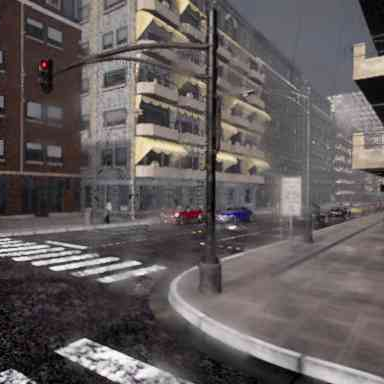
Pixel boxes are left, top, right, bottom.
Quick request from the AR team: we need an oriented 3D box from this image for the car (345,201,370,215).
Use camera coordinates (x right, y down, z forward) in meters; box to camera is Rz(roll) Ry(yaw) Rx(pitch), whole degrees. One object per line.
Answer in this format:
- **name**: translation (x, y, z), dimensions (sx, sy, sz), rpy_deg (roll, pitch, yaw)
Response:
- **car**: translation (22.405, 2.366, 45.097), dimensions (1.752, 1.417, 4.829), rpy_deg (-1, -1, 35)

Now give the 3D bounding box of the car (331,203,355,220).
- **car**: translation (15.789, 2.216, 35.666), dimensions (1.947, 1.339, 4.313), rpy_deg (-1, -1, 35)

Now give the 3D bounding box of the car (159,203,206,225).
- **car**: translation (-0.792, 1.718, 26.509), dimensions (1.967, 1.590, 4.097), rpy_deg (0, -1, 35)

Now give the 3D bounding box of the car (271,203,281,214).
- **car**: translation (12.242, 2.199, 45.088), dimensions (1.887, 1.381, 4.507), rpy_deg (0, -1, 35)

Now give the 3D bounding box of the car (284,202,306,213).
- **car**: translation (15.404, 2.270, 49.594), dimensions (1.752, 1.417, 4.829), rpy_deg (0, -1, 35)

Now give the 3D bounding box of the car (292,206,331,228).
- **car**: translation (9.270, 2.028, 26.376), dimensions (1.947, 1.339, 4.313), rpy_deg (-1, -1, 35)

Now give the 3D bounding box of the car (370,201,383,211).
- **car**: translation (32.085, 2.701, 58.892), dimensions (1.802, 1.307, 4.206), rpy_deg (-1, -1, 35)

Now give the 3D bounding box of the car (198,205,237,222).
- **car**: translation (2.466, 1.954, 31.151), dimensions (1.802, 1.307, 4.206), rpy_deg (0, -1, 35)

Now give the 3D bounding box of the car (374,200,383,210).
- **car**: translation (35.357, 2.528, 63.533), dimensions (2.192, 1.841, 5.009), rpy_deg (-1, -1, 35)

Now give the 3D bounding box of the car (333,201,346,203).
- **car**: translation (31.763, 2.656, 72.986), dimensions (1.967, 1.590, 4.097), rpy_deg (0, -1, 35)

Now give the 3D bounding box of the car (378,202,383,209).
- **car**: translation (41.987, 2.929, 72.949), dimensions (1.752, 1.417, 4.829), rpy_deg (-1, -1, 35)

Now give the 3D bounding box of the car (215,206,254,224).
- **car**: translation (3.713, 1.901, 28.426), dimensions (1.812, 1.442, 4.674), rpy_deg (1, 0, 35)

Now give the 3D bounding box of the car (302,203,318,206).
- **car**: translation (16.704, 2.274, 46.821), dimensions (1.812, 1.442, 4.674), rpy_deg (1, -1, 35)
